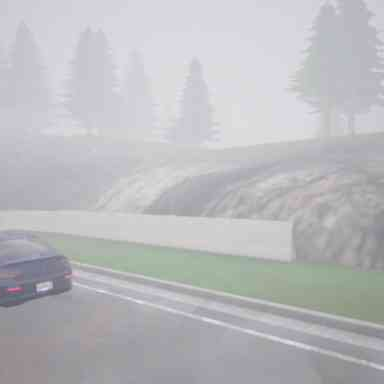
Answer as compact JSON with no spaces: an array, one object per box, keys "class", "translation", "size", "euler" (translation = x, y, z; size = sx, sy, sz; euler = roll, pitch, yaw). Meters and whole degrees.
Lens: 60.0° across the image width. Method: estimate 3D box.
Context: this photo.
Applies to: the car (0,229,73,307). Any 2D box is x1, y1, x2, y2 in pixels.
[{"class":"car","translation":[-4.528,1.565,7.435],"size":[4.674,1.442,1.812],"euler":[0,0,37]}]
